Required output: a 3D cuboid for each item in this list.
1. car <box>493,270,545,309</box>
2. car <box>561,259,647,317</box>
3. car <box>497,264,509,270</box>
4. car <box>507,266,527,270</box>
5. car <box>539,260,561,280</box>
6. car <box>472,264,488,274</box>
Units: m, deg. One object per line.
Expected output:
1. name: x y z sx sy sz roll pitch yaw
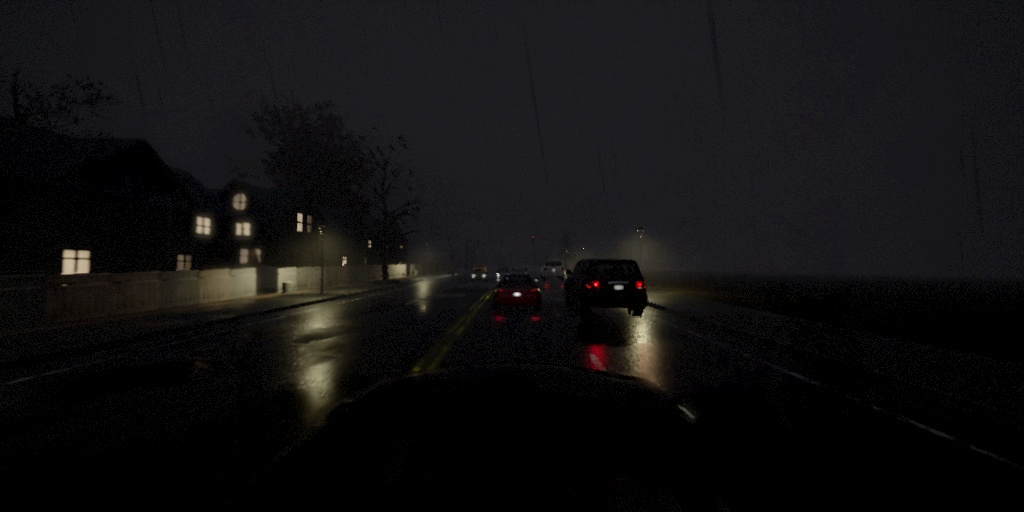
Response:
1. car: 0.234 1.499 16.015 1.994 1.385 4.181 0 -1 1
2. car: 3.447 1.131 14.116 2.150 2.045 5.566 0 -1 1
3. car: -1.400 2.046 59.763 1.837 1.490 4.892 0 -1 4
4. car: 0.830 1.823 37.401 1.895 1.301 4.718 0 -1 2
5. car: 4.053 1.433 36.679 2.150 2.045 5.566 0 -1 2
6. car: -4.920 1.965 55.945 1.882 1.535 5.008 0 -1 4
